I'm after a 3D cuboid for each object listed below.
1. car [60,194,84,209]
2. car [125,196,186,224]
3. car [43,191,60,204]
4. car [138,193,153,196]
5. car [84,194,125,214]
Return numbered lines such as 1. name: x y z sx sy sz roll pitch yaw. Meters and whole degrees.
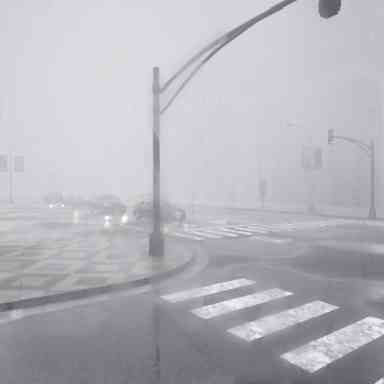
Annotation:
1. car: -12.849 1.094 37.038 1.895 1.301 4.718 0 1 -36
2. car: -2.282 1.243 22.339 2.128 1.511 4.902 0 1 -36
3. car: -18.830 0.693 45.403 2.097 1.767 4.553 0 1 -35
4. car: -6.287 0.921 44.940 1.882 1.535 5.008 0 1 -36
5. car: -7.609 0.975 29.743 2.097 1.767 4.553 0 1 -36
